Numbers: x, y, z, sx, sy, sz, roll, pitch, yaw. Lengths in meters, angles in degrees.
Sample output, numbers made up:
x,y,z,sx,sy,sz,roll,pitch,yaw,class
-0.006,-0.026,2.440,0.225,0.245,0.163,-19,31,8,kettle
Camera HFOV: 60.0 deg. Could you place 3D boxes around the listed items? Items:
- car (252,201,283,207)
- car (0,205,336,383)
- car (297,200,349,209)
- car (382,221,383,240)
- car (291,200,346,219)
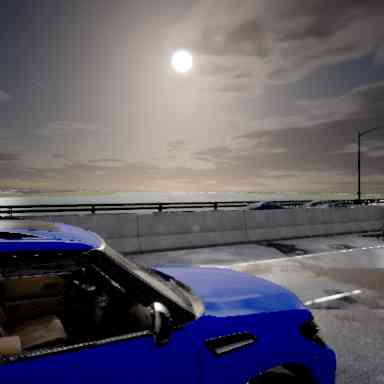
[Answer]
x,y,z,sx,sy,sz,roll,pitch,yaw,class
6.615,1.556,31.159,4.181,1.385,1.994,0,0,-29,car
-1.441,1.220,2.498,5.566,2.045,2.150,0,0,-29,car
10.393,1.539,25.252,5.357,1.411,2.033,0,0,-29,car
9.669,1.216,12.650,5.566,2.045,2.150,0,0,-29,car
11.345,1.496,29.756,4.892,1.490,1.837,0,0,-29,car
